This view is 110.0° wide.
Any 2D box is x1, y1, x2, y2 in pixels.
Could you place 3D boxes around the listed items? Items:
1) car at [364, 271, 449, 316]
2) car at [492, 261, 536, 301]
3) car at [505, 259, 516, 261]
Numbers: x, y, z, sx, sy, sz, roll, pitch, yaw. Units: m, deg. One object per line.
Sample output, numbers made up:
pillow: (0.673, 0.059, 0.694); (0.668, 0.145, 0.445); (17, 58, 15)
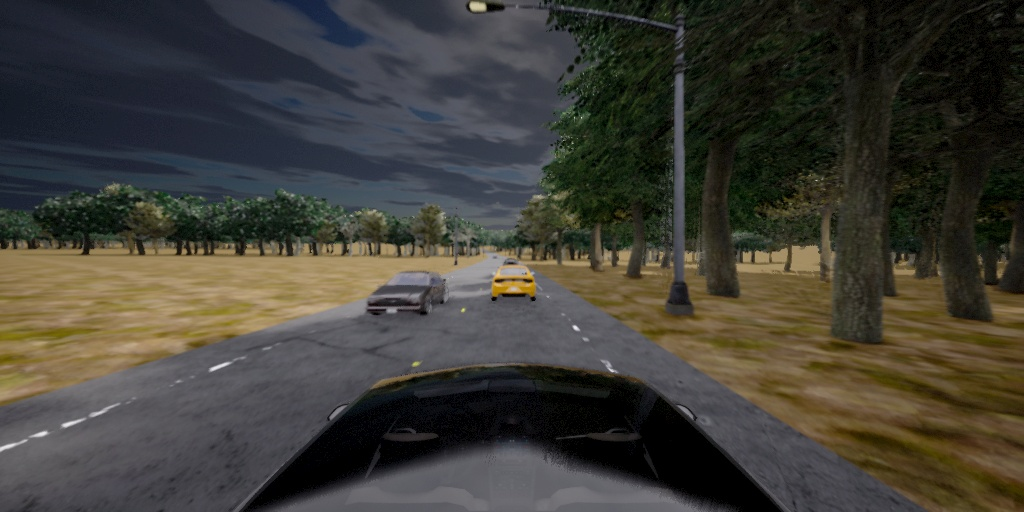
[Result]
car: (-3.616, 1.264, 13.431); (2.033, 1.411, 5.357); (0, 0, 0)
car: (0.064, 1.179, 17.132); (1.882, 1.535, 5.008); (0, 0, 0)
car: (-0.188, 1.087, 44.389); (1.837, 1.490, 4.892); (0, 1, -1)
